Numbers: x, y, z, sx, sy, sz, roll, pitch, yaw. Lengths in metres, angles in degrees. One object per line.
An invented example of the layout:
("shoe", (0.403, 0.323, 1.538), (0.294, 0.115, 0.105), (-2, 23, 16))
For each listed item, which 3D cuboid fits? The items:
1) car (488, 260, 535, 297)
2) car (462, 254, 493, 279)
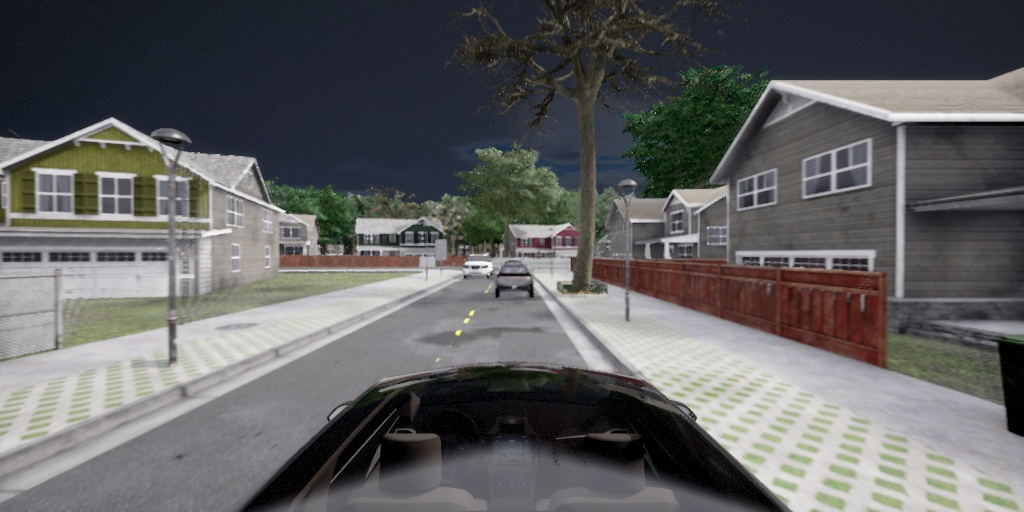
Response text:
("car", (0.108, 1.159, 18.114), (2.128, 1.511, 4.902), (0, 0, 0))
("car", (-2.791, 0.824, 30.285), (2.150, 2.045, 5.566), (0, 0, 1))
